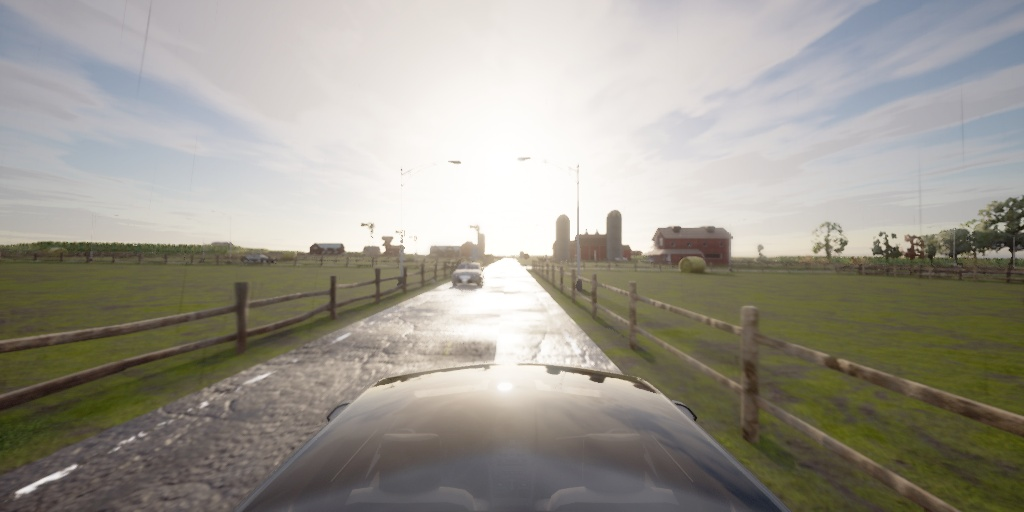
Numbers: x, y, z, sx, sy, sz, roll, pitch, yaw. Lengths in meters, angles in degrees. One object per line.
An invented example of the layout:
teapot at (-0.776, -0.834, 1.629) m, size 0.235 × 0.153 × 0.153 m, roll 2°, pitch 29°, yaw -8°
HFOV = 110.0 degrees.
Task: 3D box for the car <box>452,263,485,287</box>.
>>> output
car at (-2.851, 1.201, 24.224) m, size 2.128 × 1.511 × 4.902 m, roll 0°, pitch 0°, yaw 0°
